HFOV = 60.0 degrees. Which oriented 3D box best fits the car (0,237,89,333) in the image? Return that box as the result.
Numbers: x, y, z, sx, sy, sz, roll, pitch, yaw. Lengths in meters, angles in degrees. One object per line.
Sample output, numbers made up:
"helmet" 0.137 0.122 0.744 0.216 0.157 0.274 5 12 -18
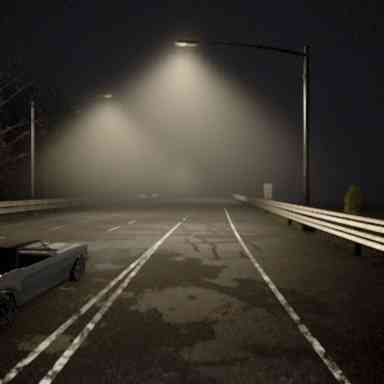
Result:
"car" -3.764 1.567 6.681 1.895 1.301 4.718 0 0 4
